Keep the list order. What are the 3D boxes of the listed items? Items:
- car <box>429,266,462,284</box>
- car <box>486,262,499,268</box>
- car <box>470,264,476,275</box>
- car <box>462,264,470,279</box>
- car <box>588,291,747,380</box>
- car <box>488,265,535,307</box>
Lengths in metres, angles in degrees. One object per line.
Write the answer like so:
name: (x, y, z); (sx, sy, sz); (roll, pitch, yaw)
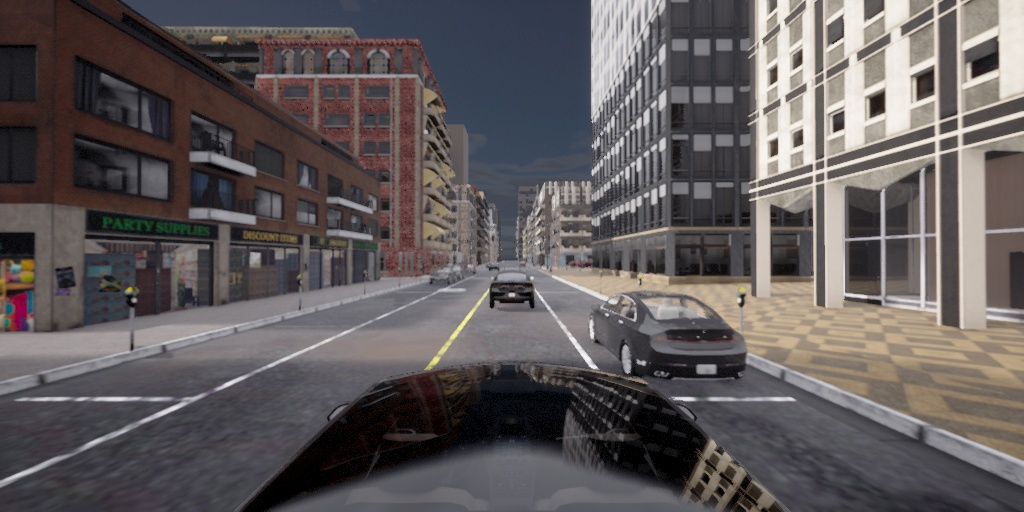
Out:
car: (-5.690, 1.570, 29.728); (2.007, 1.370, 4.403); (0, 0, 0)
car: (-2.999, 1.927, 60.482); (1.895, 1.301, 4.718); (0, -1, 0)
car: (-5.738, 1.786, 48.292); (1.802, 1.307, 4.207); (0, 0, 0)
car: (-5.689, 1.626, 35.375); (2.007, 1.370, 4.403); (0, 0, 0)
car: (2.689, 1.352, 7.134); (2.007, 1.370, 4.403); (0, 0, 0)
car: (0.008, 1.367, 16.322); (1.882, 1.535, 5.008); (0, 0, 0)
